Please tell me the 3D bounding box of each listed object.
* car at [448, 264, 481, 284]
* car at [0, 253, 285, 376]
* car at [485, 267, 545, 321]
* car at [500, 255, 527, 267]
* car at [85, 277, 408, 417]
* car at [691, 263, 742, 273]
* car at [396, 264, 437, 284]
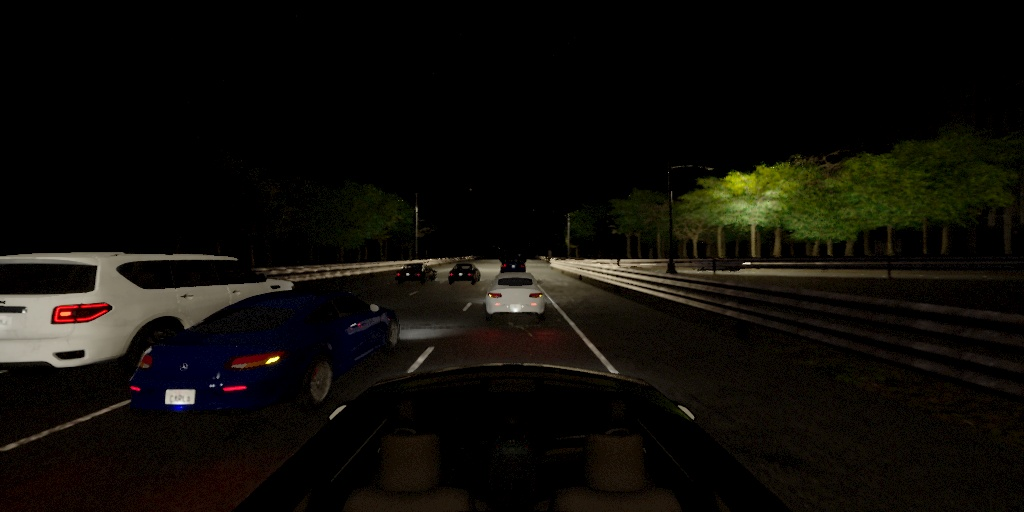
[{"bbox_3d":[-3.395,1.265,26.188,2.033,1.411,5.357,0,0,0],"label":"car"},{"bbox_3d":[-6.899,0.965,7.531,2.150,2.045,5.566,0,0,0],"label":"car"},{"bbox_3d":[0.101,1.262,12.340,1.812,1.442,4.674,0,0,0],"label":"car"},{"bbox_3d":[0.108,0.930,31.681,2.150,2.045,5.566,0,0,0],"label":"car"},{"bbox_3d":[-3.385,1.271,5.968,1.812,1.442,4.674,0,0,0],"label":"car"},{"bbox_3d":[20.220,0.902,35.575,1.812,1.442,4.674,0,-1,-33],"label":"car"},{"bbox_3d":[-6.895,1.265,26.235,2.033,1.411,5.357,0,0,0],"label":"car"}]
